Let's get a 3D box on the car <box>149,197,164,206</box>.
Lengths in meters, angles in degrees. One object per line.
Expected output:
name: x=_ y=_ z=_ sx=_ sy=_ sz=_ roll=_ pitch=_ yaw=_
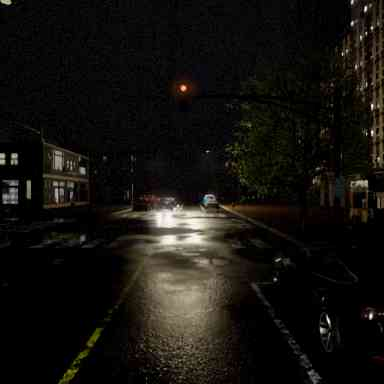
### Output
car: x=-5.758 y=1.555 z=54.881 sx=2.008 sy=1.369 sz=4.403 roll=0 pitch=0 yaw=0

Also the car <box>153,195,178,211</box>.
car: x=-3.145 y=1.494 z=40.006 sx=2.128 sy=1.511 sz=4.902 roll=0 pitch=0 yaw=0

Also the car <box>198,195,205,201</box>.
car: x=2.578 y=1.534 z=88.371 sx=1.752 sy=1.417 sz=4.829 roll=0 pitch=0 yaw=0

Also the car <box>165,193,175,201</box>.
car: x=-5.802 y=1.324 z=88.187 sx=2.192 sy=1.841 sz=5.009 roll=0 pitch=0 yaw=0

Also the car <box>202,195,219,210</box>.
car: x=2.636 y=1.528 z=43.962 sx=1.752 sy=1.417 sz=4.829 roll=0 pitch=0 yaw=0

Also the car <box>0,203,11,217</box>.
car: x=-17.304 y=1.371 z=27.216 sx=4.507 sy=1.381 sz=1.887 roll=1 pitch=-1 yaw=-1

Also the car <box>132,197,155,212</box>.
car: x=-5.736 y=1.584 z=38.228 sx=1.802 sy=1.307 sz=4.206 roll=0 pitch=0 yaw=0

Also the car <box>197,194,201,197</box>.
car: x=2.600 y=1.572 z=71.548 sx=1.947 sy=1.339 sz=4.313 roll=0 pitch=0 yaw=0

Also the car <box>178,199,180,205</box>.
car: x=-3.166 y=1.567 z=49.137 sx=1.994 sy=1.385 sz=4.181 roll=0 pitch=0 yaw=-1

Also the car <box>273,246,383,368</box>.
car: x=2.687 y=1.566 z=5.763 sx=1.947 sy=1.339 sz=4.313 roll=0 pitch=0 yaw=0

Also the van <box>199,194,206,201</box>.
van: x=2.587 y=1.349 z=82.650 sx=1.690 sy=1.788 sz=3.998 roll=0 pitch=0 yaw=0

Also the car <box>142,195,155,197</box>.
car: x=-5.743 y=1.318 z=43.779 sx=2.192 sy=1.841 sz=5.009 roll=0 pitch=0 yaw=0

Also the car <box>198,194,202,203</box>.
car: x=2.614 y=1.556 z=60.446 sx=2.008 sy=1.369 sz=4.403 roll=0 pitch=0 yaw=0

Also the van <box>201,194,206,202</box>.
van: x=2.630 y=1.345 z=49.344 sx=1.690 sy=1.788 sz=3.998 roll=0 pitch=0 yaw=0

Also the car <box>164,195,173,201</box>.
car: x=-5.795 y=1.558 z=82.636 sx=2.008 sy=1.369 sz=4.403 roll=0 pitch=0 yaw=0
